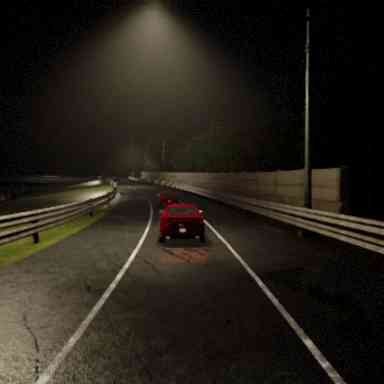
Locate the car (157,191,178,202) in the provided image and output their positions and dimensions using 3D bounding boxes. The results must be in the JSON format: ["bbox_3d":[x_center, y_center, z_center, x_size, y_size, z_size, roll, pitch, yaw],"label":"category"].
[{"bbox_3d":[-2.519,0.618,34.388,1.882,1.535,5.008,0,3,-8],"label":"car"}]

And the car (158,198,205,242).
[{"bbox_3d":[-0.513,1.291,15.468,1.882,1.535,5.008,0,1,-4],"label":"car"}]
